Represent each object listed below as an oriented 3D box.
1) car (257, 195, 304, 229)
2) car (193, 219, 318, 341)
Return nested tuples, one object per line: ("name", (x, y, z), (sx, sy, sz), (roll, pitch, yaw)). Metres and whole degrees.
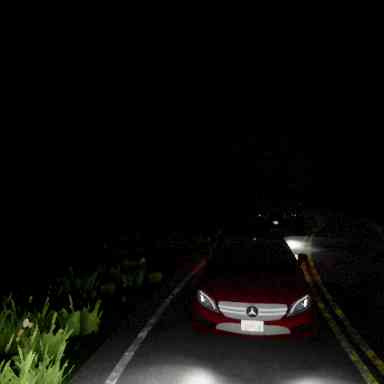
("car", (5.330, 1.211, 19.655), (2.150, 2.045, 5.566), (-2, -1, 22))
("car", (1.235, 1.534, 6.747), (1.812, 1.442, 4.674), (-1, 0, 11))
